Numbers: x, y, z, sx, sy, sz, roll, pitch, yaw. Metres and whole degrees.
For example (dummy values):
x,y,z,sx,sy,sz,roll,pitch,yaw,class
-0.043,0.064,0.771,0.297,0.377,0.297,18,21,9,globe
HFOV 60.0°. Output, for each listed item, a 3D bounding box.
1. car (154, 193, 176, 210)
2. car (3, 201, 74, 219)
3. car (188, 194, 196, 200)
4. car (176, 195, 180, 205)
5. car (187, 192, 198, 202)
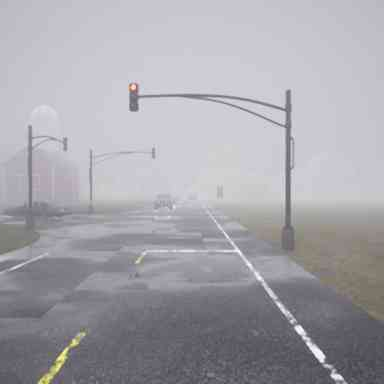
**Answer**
x,y,z,sx,sy,sz,roll,pitch,yaw,class
-3.555,1.165,42.322,2.150,2.045,5.566,0,0,0,car
-12.388,1.410,26.943,5.357,1.411,2.033,1,0,11,car
0.075,1.310,85.145,1.994,1.385,4.181,0,0,0,car
-3.531,1.473,57.515,1.994,1.385,4.181,0,0,0,car
0.066,1.088,74.755,2.150,2.045,5.566,0,0,0,car
